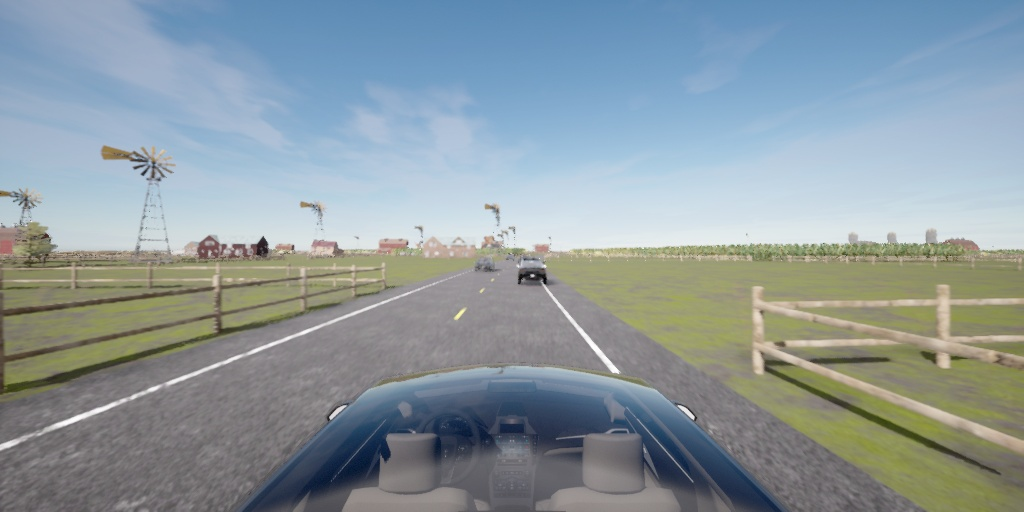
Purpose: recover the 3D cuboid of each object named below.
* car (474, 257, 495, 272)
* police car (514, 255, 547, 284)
[{"bbox_3d":[-2.872,0.902,38.265,1.837,1.490,4.892,0,1,3],"label":"car"},{"bbox_3d":[1.312,0.966,24.406,1.930,1.638,5.238,0,1,1],"label":"police car"}]
